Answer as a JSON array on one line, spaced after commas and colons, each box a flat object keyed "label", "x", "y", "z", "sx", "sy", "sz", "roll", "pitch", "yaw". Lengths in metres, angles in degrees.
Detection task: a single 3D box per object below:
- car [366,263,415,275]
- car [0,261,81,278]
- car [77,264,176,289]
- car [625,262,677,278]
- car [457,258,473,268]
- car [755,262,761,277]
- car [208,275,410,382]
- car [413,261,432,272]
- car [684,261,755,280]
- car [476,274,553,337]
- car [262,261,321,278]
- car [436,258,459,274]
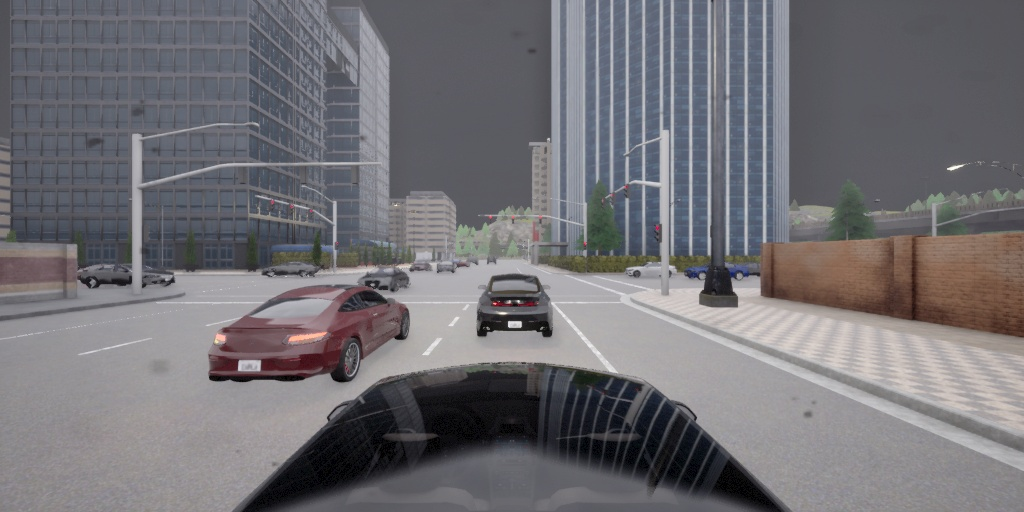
[{"label": "car", "x": -7.264, "y": 1.314, "z": 20.542, "sx": 1.994, "sy": 1.385, "sz": 4.181, "roll": 0, "pitch": 0, "yaw": -1}, {"label": "car", "x": -43.718, "y": 1.241, "z": 33.263, "sx": 4.902, "sy": 1.511, "sz": 2.128, "roll": 0, "pitch": 0, "yaw": 0}, {"label": "car", "x": -24.228, "y": 1.241, "z": 22.716, "sx": 4.902, "sy": 1.511, "sz": 2.128, "roll": 0, "pitch": 0, "yaw": 0}, {"label": "car", "x": 13.030, "y": 1.276, "z": 33.763, "sx": 4.674, "sy": 1.442, "sz": 1.812, "roll": 0, "pitch": 0, "yaw": 1}, {"label": "car", "x": -8.034, "y": 1.350, "z": 58.411, "sx": 1.895, "sy": 1.301, "sz": 4.718, "roll": 0, "pitch": 0, "yaw": -1}, {"label": "car", "x": 22.616, "y": 1.297, "z": 33.867, "sx": 5.357, "sy": 1.411, "sz": 2.033, "roll": 0, "pitch": 0, "yaw": -1}, {"label": "car", "x": -3.437, "y": 1.276, "z": 7.010, "sx": 1.812, "sy": 1.442, "sz": 4.674, "roll": 0, "pitch": 0, "yaw": 0}, {"label": "car", "x": -11.358, "y": 1.314, "z": 45.005, "sx": 1.994, "sy": 1.385, "sz": 4.181, "roll": 0, "pitch": 0, "yaw": 0}, {"label": "car", "x": 17.212, "y": 1.228, "z": 30.319, "sx": 5.008, "sy": 1.535, "sz": 1.882, "roll": 0, "pitch": 0, "yaw": 0}, {"label": "car", "x": 0.065, "y": 1.255, "z": 10.275, "sx": 1.837, "sy": 1.490, "sz": 4.892, "roll": 0, "pitch": 0, "yaw": 0}, {"label": "car", "x": -20.524, "y": 1.241, "z": 33.464, "sx": 4.902, "sy": 1.511, "sz": 2.128, "roll": 0, "pitch": 0, "yaw": -4}, {"label": "car", "x": -7.490, "y": 1.276, "z": 41.133, "sx": 1.812, "sy": 1.442, "sz": 4.674, "roll": 0, "pitch": 0, "yaw": -5}]
